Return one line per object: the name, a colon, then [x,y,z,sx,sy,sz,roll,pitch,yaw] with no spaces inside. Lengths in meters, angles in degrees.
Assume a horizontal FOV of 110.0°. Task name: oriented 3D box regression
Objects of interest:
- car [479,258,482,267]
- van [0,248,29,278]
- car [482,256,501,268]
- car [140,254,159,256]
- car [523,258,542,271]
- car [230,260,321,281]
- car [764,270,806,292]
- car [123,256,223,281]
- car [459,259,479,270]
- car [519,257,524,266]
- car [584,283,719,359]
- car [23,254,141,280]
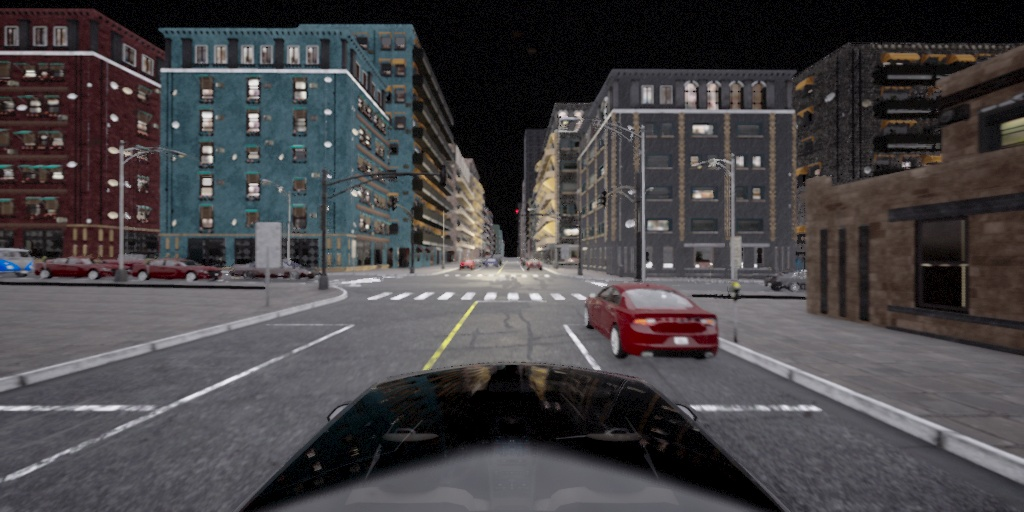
car: [-5.703,1.090,57.012,2.007,1.370,4.403,0,0,0]
van: [-31.382,0.411,21.497,3.998,1.789,1.690,0,0,-1]
car: [-3.070,1.075,54.130,1.812,1.442,4.674,0,0,0]
car: [-31.524,0.544,29.877,4.097,1.591,1.967,0,0,-1]
car: [2.792,1.019,45.690,1.967,1.591,4.097,0,0,0]
car: [-15.891,0.942,24.329,5.357,1.411,2.033,1,0,-1]
car: [17.932,1.551,21.970,4.403,1.370,2.007,0,0,-1]
car: [-20.014,0.829,21.529,4.507,1.381,1.888,0,0,-1]
car: [-5.791,1.119,46.910,1.888,1.381,4.507,0,0,0]
car: [2.676,1.088,62.681,1.948,1.339,4.313,0,0,0]
car: [2.819,1.269,8.220,1.888,1.381,4.507,0,0,0]
car: [-25.695,0.722,21.551,4.507,1.381,1.888,0,0,-1]
